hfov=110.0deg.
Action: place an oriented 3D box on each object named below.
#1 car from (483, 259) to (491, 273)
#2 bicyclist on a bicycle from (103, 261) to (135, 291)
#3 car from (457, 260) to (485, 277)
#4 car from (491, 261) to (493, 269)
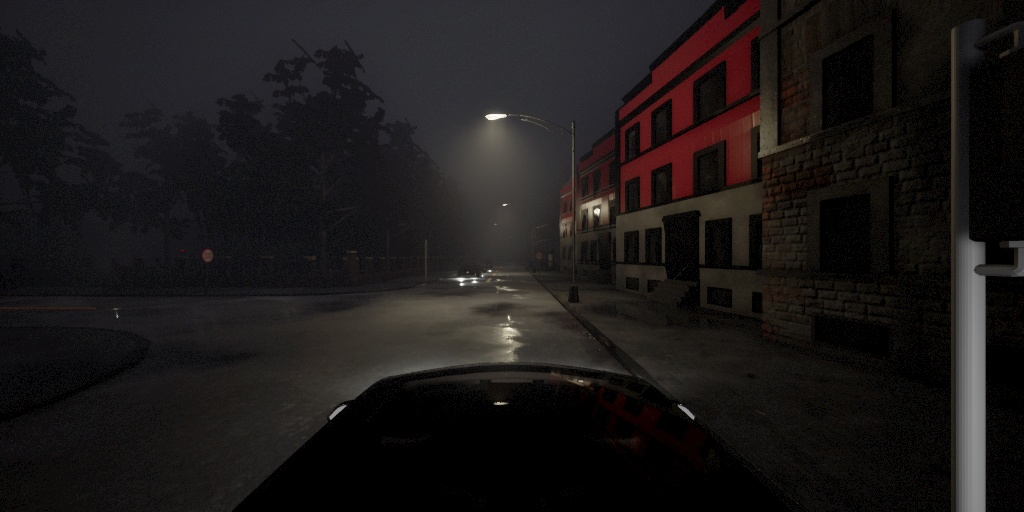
[{"bbox_3d":[-4.017,1.297,43.939,2.033,1.411,5.357,0,0,0],"label":"car"},{"bbox_3d":[-21.814,1.099,19.925,0.582,1.620,1.656,0,0,0],"label":"bicyclist on a bicycle"},{"bbox_3d":[-4.036,1.314,34.647,1.994,1.385,4.181,0,0,0],"label":"car"},{"bbox_3d":[-3.971,1.228,54.351,1.882,1.535,5.008,0,0,0],"label":"car"}]
